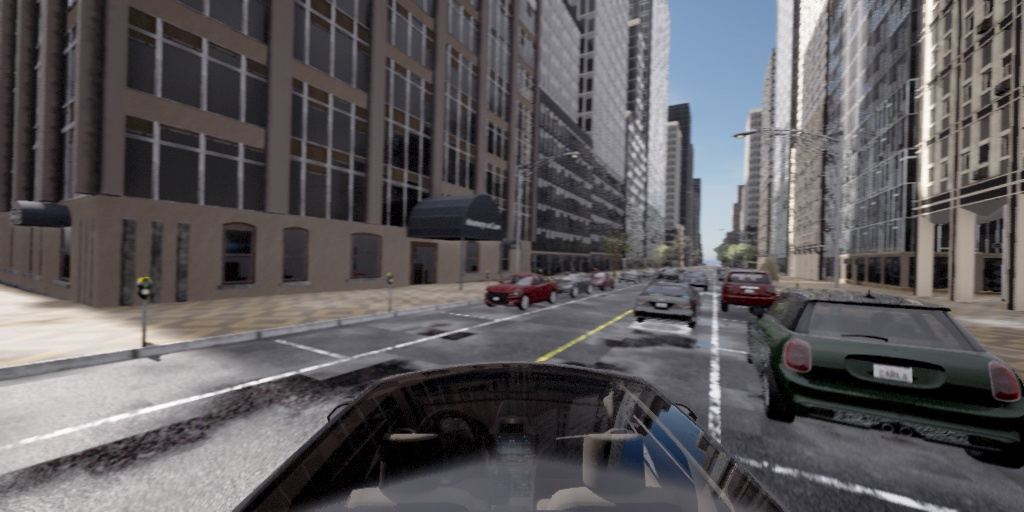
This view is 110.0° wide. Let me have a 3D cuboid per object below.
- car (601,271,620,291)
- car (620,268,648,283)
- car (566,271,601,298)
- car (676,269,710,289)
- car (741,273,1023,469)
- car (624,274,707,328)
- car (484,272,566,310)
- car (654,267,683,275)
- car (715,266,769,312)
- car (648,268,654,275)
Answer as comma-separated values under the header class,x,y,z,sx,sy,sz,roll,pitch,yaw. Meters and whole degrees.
class,x,y,z,sx,sy,sz,roll,pitch,yaw
car,6.088,1.725,25.388,1.802,1.307,4.207,0,0,30
car,11.680,1.957,35.281,2.007,1.370,4.403,0,0,30
car,3.291,1.561,20.442,2.007,1.370,4.403,0,0,30
car,14.920,2.010,29.206,2.033,1.411,5.357,2,-1,29
car,5.051,1.300,5.625,2.097,1.767,4.553,2,-1,30
car,5.719,1.576,12.938,2.033,1.411,5.357,2,-1,30
car,0.495,1.424,15.495,1.888,1.381,4.507,0,0,30
car,17.766,2.126,40.582,1.882,1.535,5.008,2,-1,30
car,10.582,1.531,16.314,2.192,1.841,5.009,0,0,30
car,17.273,2.220,45.173,2.007,1.370,4.403,0,0,30
